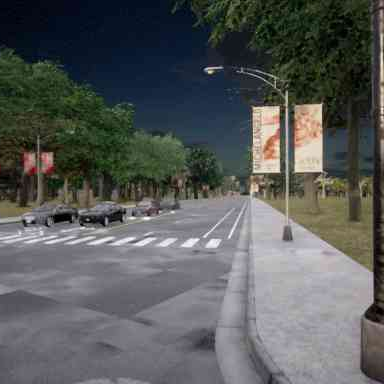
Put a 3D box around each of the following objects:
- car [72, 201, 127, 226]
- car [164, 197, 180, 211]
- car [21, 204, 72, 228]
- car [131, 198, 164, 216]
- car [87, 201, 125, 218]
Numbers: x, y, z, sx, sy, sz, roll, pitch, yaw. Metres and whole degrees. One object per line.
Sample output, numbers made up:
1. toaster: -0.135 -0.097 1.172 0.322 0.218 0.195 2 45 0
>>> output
1. car: -6.406 1.572 24.285 1.882 1.535 5.008 0 0 10
2. car: -2.949 1.513 43.878 2.097 1.767 4.553 0 0 10
3. car: -9.866 1.599 23.420 2.128 1.511 4.902 0 0 10
4. car: -4.675 1.653 34.093 1.812 1.442 4.674 0 0 10
5. car: -8.256 1.663 32.482 1.812 1.442 4.674 0 0 10
